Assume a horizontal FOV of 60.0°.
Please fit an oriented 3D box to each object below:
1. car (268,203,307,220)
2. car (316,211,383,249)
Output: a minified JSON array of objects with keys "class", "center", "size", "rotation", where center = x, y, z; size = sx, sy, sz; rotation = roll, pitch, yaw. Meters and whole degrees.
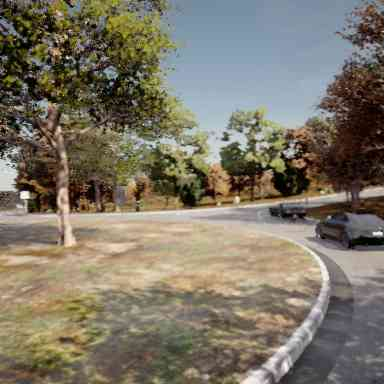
[{"class":"car","center":[8.010,1.597,28.340],"size":[1.895,1.301,4.718],"rotation":[-1,0,-3]},{"class":"car","center":[6.953,1.524,14.408],"size":[1.994,1.385,4.181],"rotation":[-1,0,1]}]
